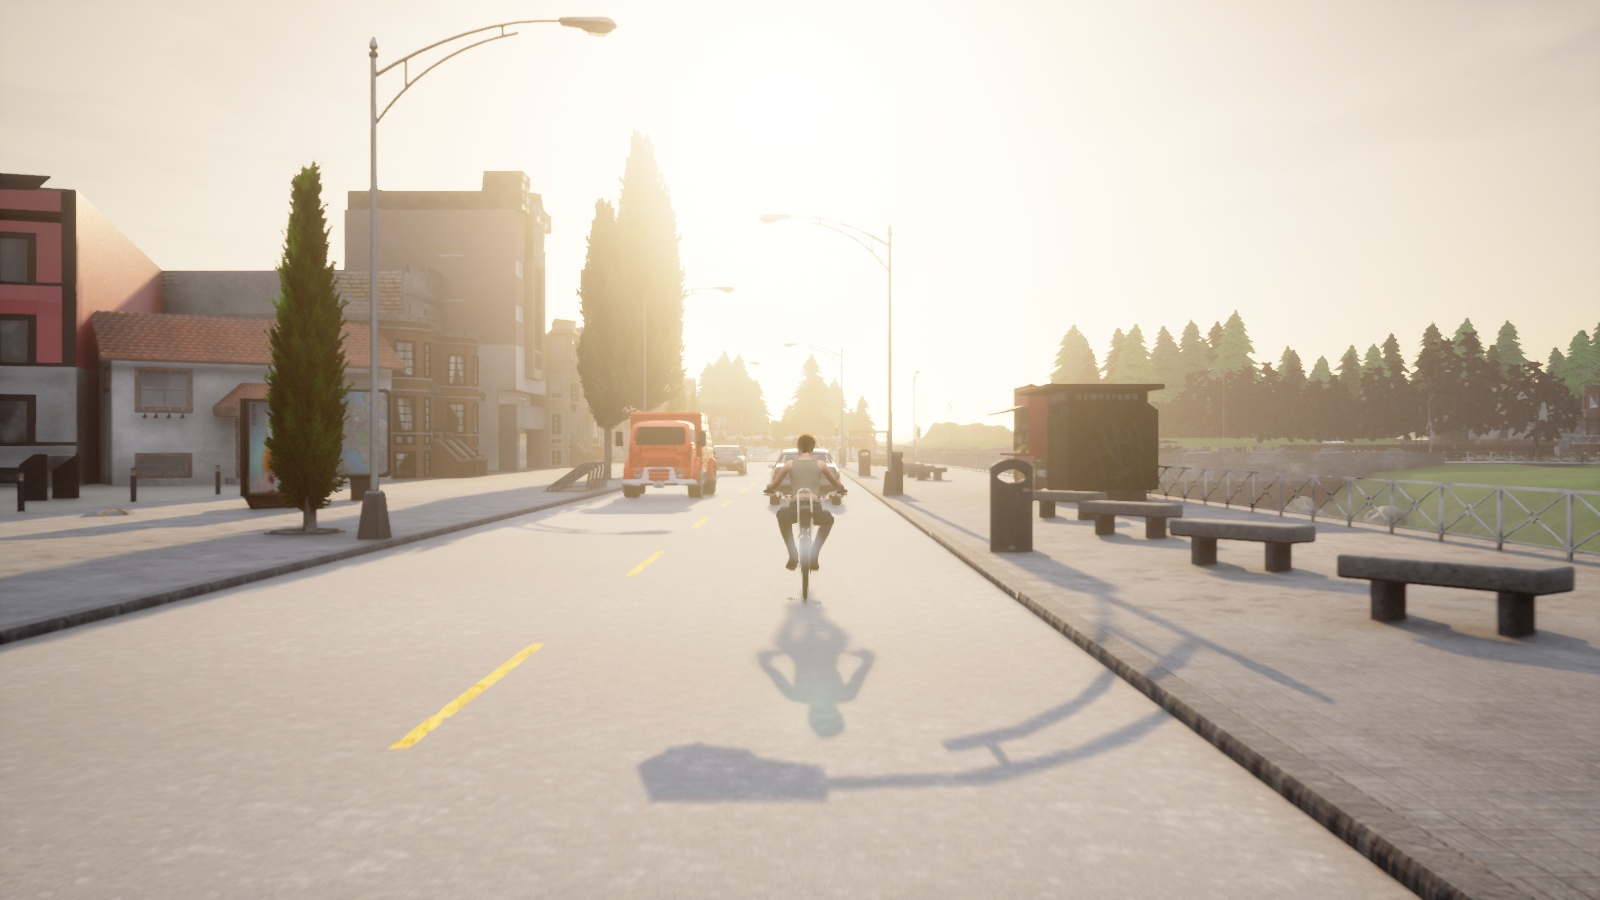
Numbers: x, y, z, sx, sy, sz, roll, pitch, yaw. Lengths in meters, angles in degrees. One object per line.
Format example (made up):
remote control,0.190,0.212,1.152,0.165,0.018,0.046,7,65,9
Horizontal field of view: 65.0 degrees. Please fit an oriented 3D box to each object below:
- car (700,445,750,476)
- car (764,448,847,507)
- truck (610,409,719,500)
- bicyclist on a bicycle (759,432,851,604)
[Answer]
car,-3.742,0.498,63.509,2.163,1.488,4.792,0,0,1
car,0.142,0.666,33.132,2.033,1.411,5.357,0,0,0
truck,-3.845,0.115,36.688,2.627,2.467,5.204,0,0,0
bicyclist on a bicycle,0.056,0.635,12.541,0.866,1.612,1.509,0,0,1
